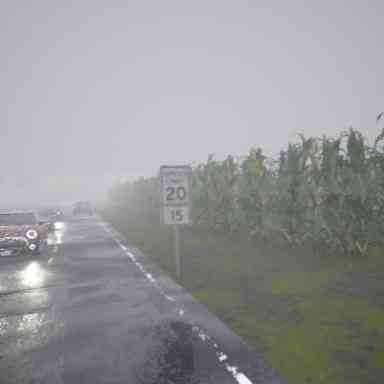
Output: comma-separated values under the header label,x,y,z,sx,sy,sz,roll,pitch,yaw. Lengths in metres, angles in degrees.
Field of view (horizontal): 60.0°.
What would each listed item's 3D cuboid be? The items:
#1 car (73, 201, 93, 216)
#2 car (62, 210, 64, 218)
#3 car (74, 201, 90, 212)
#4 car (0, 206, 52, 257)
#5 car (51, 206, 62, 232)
label,x,y,z,sx,sy,sz,roll,pitch,yaw
car,-13.083,1.846,39.780,2.097,1.767,4.553,-1,0,-19
car,-13.666,2.084,32.551,1.895,1.301,4.718,-1,0,-19
car,-16.312,2.109,49.171,2.128,1.511,4.902,-1,0,-19
car,-7.264,1.595,13.813,2.097,1.767,4.553,-1,0,-19
car,-10.391,1.907,22.936,2.033,1.411,5.357,-1,0,-19
